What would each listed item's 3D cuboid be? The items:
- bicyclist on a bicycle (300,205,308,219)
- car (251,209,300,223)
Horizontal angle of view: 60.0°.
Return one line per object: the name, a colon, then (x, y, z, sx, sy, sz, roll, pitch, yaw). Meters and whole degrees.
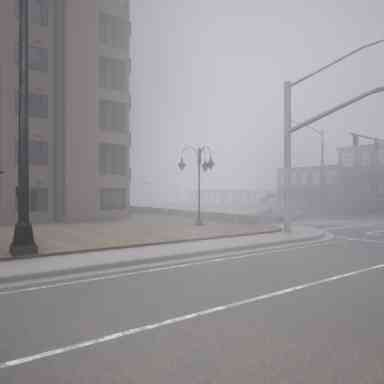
bicyclist on a bicycle: (13.605, 2.464, 40.705, 1.656, 1.620, 0.582, 0, -8, -35)
car: (7.452, 2.182, 30.572, 1.895, 1.301, 4.718, 0, -5, -36)
